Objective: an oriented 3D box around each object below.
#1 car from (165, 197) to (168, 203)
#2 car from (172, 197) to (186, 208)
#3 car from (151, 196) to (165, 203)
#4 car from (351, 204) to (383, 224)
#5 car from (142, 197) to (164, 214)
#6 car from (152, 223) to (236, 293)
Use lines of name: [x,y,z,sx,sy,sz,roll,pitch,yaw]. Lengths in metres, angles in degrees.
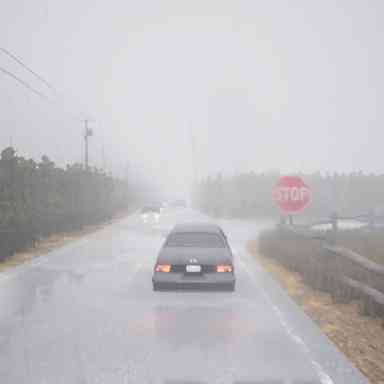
car: [-5.775,1.522,64.958,1.994,1.385,4.181,0,0,1]
car: [-1.914,1.494,47.558,1.812,1.442,4.674,0,0,-4]
car: [-5.251,1.320,47.434,2.097,1.767,4.553,0,0,-4]
car: [13.994,1.532,23.128,5.357,1.411,2.033,0,0,0]
car: [-4.301,1.524,35.640,2.033,1.411,5.357,0,0,-5]
car: [0.131,1.541,8.994,2.033,1.411,5.357,0,0,2]
